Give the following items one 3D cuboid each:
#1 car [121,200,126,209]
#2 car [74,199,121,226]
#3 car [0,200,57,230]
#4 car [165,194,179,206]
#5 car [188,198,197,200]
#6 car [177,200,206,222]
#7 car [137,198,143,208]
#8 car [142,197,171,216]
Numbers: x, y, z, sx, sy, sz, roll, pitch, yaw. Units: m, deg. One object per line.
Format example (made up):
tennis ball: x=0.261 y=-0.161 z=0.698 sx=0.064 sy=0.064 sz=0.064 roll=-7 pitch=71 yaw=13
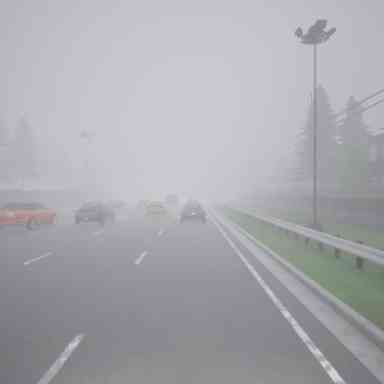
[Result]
car: x=-10.420 y=1.671 z=46.167 sx=1.895 sy=1.301 sz=4.718 roll=0 pitch=0 yaw=0
car: x=-6.910 y=1.529 z=24.041 sx=2.128 sy=1.511 sz=4.902 roll=0 pitch=0 yaw=0
car: x=-10.408 y=1.384 z=21.246 sx=2.097 sy=1.767 sz=4.553 roll=0 pitch=0 yaw=0
car: x=-3.426 y=1.310 z=57.067 sx=2.150 sy=2.045 sz=5.566 roll=0 pitch=0 yaw=0
car: x=0.072 y=1.629 z=53.189 sx=2.033 sy=1.411 sz=5.357 roll=0 pitch=0 yaw=0
car: x=0.089 y=1.606 z=27.196 sx=1.994 sy=1.385 sz=4.181 roll=0 pitch=0 yaw=0
car: x=-6.923 y=1.640 z=49.727 sx=1.994 sy=1.385 sz=4.181 roll=0 pitch=0 yaw=0
car: x=-3.414 y=1.529 z=33.215 sx=1.882 sy=1.535 sz=5.008 roll=0 pitch=0 yaw=0
